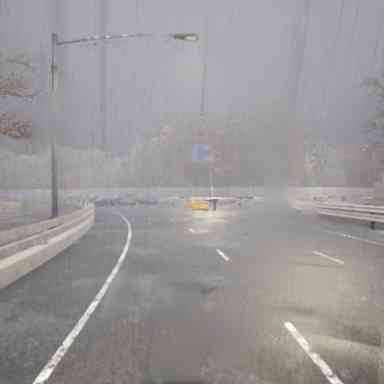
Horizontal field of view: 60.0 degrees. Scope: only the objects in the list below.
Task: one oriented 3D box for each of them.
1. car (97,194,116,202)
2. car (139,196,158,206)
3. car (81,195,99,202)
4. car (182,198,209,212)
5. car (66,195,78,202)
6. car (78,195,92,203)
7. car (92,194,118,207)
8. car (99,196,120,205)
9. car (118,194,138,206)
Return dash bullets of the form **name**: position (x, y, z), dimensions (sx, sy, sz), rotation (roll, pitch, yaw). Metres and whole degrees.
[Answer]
- **car**: position (-18.419, 1.252, 71.334), dimensions (1.882, 1.535, 5.008), rotation (0, 0, -42)
- **car**: position (-7.157, 1.451, 54.637), dimensions (2.128, 1.511, 4.902), rotation (0, 0, -29)
- **car**: position (-21.143, 1.304, 69.137), dimensions (1.812, 1.442, 4.674), rotation (0, 0, -42)
- **car**: position (0.301, 1.443, 37.839), dimensions (1.882, 1.535, 5.008), rotation (0, 0, -19)
- **car**: position (-23.867, 1.338, 66.939), dimensions (1.994, 1.385, 4.181), rotation (0, 0, -42)
- **car**: position (-18.059, 1.475, 59.048), dimensions (1.837, 1.490, 4.892), rotation (0, 0, -36)
- **car**: position (-13.506, 1.323, 51.643), dimensions (2.097, 1.767, 4.553), rotation (0, 0, -29)
- **car**: position (-15.141, 1.442, 60.981), dimensions (1.882, 1.535, 5.008), rotation (0, 0, -36)
- **car**: position (-10.662, 1.529, 53.751), dimensions (1.994, 1.385, 4.181), rotation (0, 0, -29)
